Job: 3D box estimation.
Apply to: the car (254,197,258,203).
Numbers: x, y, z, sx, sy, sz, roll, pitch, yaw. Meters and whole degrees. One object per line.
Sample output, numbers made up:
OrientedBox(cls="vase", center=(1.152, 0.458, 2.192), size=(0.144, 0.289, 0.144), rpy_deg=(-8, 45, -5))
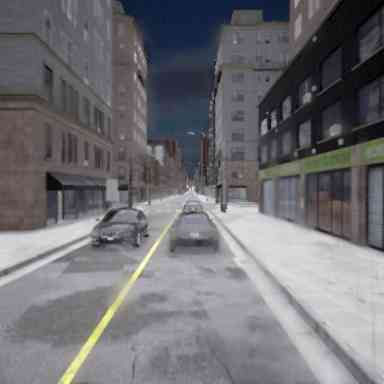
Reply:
OrientedBox(cls="car", center=(12.074, 0.977, 50.646), size=(5.009, 1.841, 2.192), rpy_deg=(-1, 1, 0))

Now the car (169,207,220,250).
OrientedBox(cls="car", center=(0.096, 1.527, 14.090), size=(1.994, 1.385, 4.181), rpy_deg=(0, 0, 0))

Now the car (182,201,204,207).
OrientedBox(cls="car", center=(0.094, 1.464, 29.579), size=(2.033, 1.411, 5.357), rpy_deg=(0, 0, 0))

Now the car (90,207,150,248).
OrientedBox(cls="car", center=(-3.004, 1.482, 14.695), size=(1.837, 1.490, 4.892), rpy_deg=(0, 0, 0))
